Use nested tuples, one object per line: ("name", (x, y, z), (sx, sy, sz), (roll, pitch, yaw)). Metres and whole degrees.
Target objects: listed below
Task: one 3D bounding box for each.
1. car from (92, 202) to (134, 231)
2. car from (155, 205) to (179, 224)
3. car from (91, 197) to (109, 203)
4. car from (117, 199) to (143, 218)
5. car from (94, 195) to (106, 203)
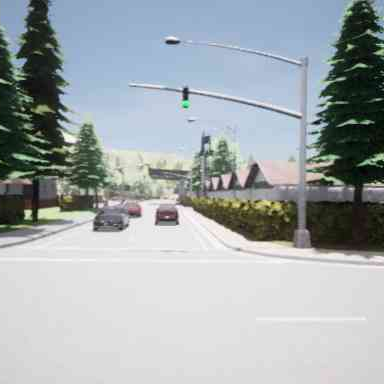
("car", (-5.323, 1.695, 22.392), (1.837, 1.490, 4.892), (1, -1, -3))
("car", (-2.084, 1.789, 27.773), (1.882, 1.535, 5.008), (1, -1, -5))
("car", (-22.055, 1.965, 79.785), (3.806, 1.475, 1.970), (1, -1, -5))
("car", (-6.168, 1.798, 34.253), (1.882, 1.535, 5.008), (1, -1, -4))
("car", (-22.402, 1.634, 76.427), (3.866, 1.878, 1.905), (1, -1, -5))
